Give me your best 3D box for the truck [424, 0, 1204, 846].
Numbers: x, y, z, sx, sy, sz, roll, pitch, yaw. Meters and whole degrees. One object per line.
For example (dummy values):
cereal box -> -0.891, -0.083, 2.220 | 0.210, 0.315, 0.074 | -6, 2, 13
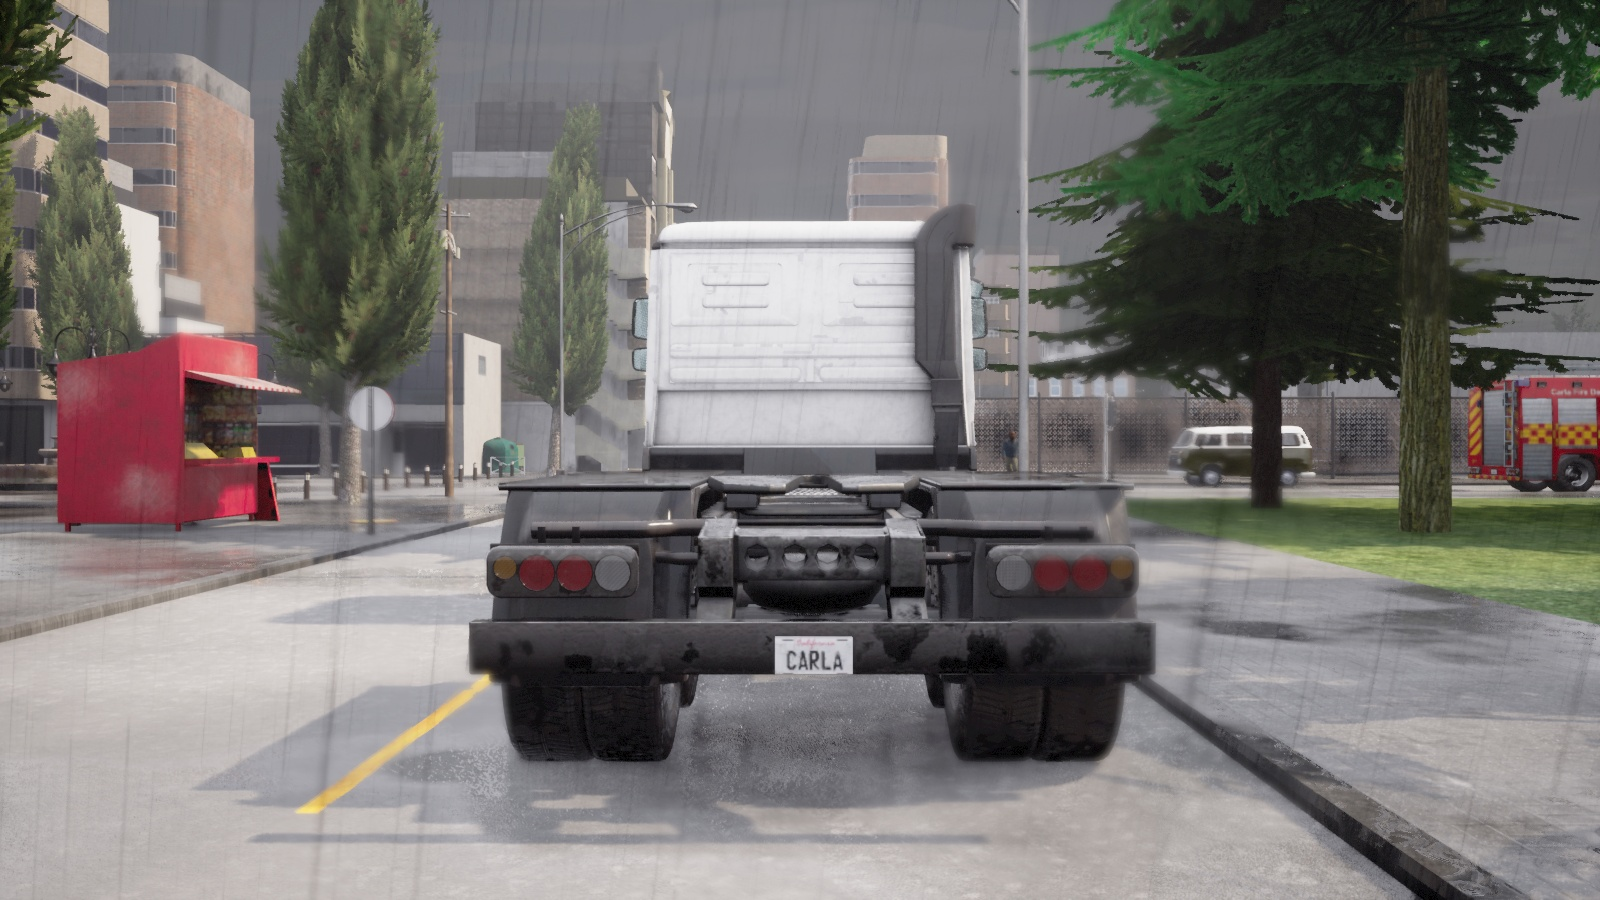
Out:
truck -> 0.072, -0.284, 8.629 | 2.891, 3.462, 7.936 | 0, 0, 0

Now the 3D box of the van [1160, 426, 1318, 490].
van -> 14.404, 0.248, 41.386 | 4.480, 2.038, 2.069 | 0, 0, 0

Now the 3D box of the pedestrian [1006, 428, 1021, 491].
pedestrian -> 6.278, 0.275, 36.950 | 0.370, 1.835, 0.726 | 0, 0, 3

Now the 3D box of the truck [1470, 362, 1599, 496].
truck -> 24.945, -0.609, 37.322 | 8.468, 3.827, 2.891 | 0, 0, 0
